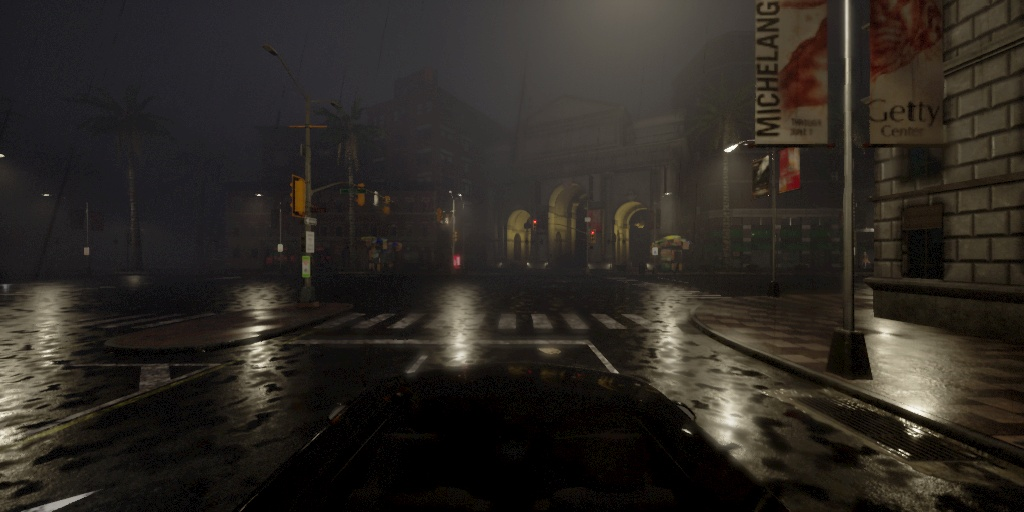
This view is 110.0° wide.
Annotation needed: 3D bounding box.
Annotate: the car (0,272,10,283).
[{"bbox_3d":[-38.875,1.351,25.271,4.718,1.301,1.895,0,0,0],"label":"car"}]
